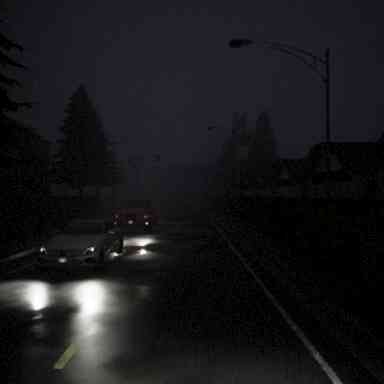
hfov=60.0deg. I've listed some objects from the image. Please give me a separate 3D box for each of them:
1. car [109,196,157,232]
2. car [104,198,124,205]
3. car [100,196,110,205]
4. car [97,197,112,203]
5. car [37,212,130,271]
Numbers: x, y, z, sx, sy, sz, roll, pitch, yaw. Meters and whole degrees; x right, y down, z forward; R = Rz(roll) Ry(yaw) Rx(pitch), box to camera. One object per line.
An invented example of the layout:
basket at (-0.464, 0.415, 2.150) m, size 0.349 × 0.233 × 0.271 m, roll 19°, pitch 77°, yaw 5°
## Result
car at (-3.594, 1.425, 22.082) m, size 2.150 × 2.045 × 5.566 m, roll 0°, pitch -1°, yaw -1°
car at (-16.187, 1.993, 69.156) m, size 3.806 × 1.475 × 1.970 m, roll 0°, pitch -1°, yaw -1°
car at (-16.778, 1.679, 65.830) m, size 3.866 × 1.878 × 1.905 m, roll 0°, pitch -1°, yaw -1°
car at (-24.046, 2.156, 91.520) m, size 3.633 × 1.501 × 1.845 m, roll 0°, pitch -1°, yaw -1°
car at (-3.580, 1.633, 11.501) m, size 1.812 × 1.442 × 4.674 m, roll 0°, pitch -1°, yaw 0°
